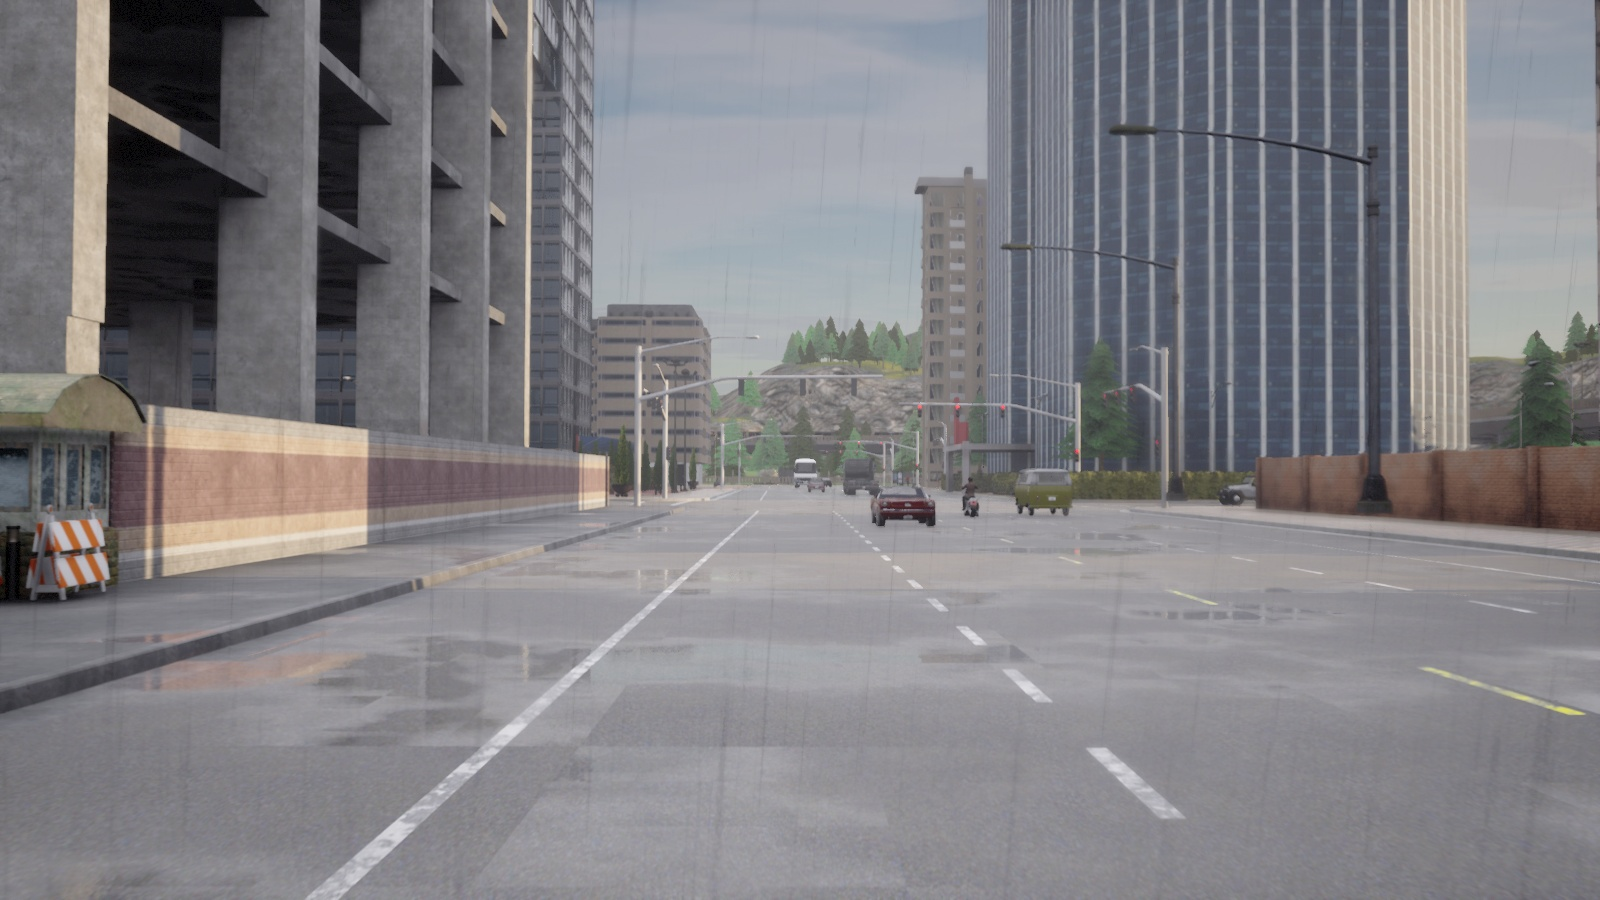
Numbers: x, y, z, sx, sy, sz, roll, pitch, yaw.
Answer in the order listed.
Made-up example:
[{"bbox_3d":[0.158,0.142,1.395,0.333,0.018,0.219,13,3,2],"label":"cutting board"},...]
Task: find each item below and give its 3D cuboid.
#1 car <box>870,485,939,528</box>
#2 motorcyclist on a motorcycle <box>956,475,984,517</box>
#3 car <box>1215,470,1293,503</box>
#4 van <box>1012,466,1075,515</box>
[{"bbox_3d":[3.400,1.820,41.580,1.895,1.301,4.718,0,-1,0],"label":"car"},{"bbox_3d":[6.874,1.859,50.861,0.766,1.649,2.350,0,-1,0],"label":"motorcyclist on a motorcycle"},{"bbox_3d":[26.652,2.127,73.843,3.866,1.878,1.905,0,-1,0],"label":"car"},{"bbox_3d":[10.358,1.709,53.690,1.775,1.987,4.442,0,-1,0],"label":"van"}]
